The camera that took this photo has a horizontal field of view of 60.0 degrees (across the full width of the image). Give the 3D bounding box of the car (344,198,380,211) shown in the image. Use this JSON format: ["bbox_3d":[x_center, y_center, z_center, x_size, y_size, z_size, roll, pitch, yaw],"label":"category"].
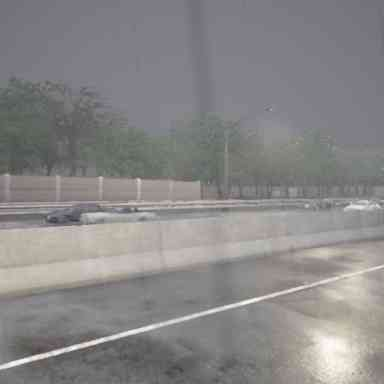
[{"bbox_3d":[17.119,1.613,33.230,4.674,1.442,1.812,0,0,-35],"label":"car"}]

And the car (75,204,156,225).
[{"bbox_3d":[-4.879,1.619,21.988,4.718,1.301,1.895,0,0,-35],"label":"car"}]

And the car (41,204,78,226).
[{"bbox_3d":[-7.838,1.562,23.990,5.357,1.411,2.033,0,0,-37],"label":"car"}]

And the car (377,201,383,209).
[{"bbox_3d":[19.340,1.689,30.516,4.718,1.301,1.895,0,0,-35],"label":"car"}]

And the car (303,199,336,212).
[{"bbox_3d":[15.553,1.587,40.675,4.902,1.511,2.128,0,0,-35],"label":"car"}]
